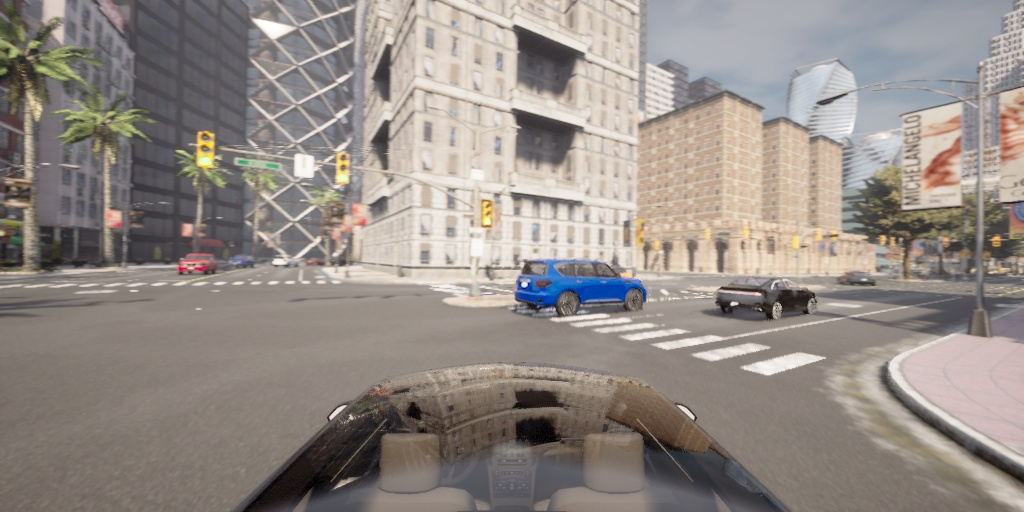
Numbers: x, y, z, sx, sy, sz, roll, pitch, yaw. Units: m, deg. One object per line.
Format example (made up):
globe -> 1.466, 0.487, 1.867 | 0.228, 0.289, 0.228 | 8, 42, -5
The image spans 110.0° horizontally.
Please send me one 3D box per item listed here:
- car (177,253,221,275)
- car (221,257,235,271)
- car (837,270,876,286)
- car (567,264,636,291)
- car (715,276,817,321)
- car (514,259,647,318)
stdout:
car -> -30.945, 0.777, 35.438 | 2.150, 2.045, 5.566 | 1, -1, -30
car -> -35.943, 1.122, 44.001 | 1.994, 1.385, 4.181 | 1, -1, -30
car -> 35.518, 2.342, 37.063 | 1.994, 1.385, 4.181 | 1, -1, 26
car -> 6.357, 1.475, 25.455 | 4.553, 1.767, 2.097 | 1, -1, -31
car -> 9.994, 1.556, 14.015 | 4.902, 1.511, 2.128 | 1, -1, -31
car -> 2.749, 1.155, 14.000 | 5.566, 2.045, 2.150 | 1, -1, -30
